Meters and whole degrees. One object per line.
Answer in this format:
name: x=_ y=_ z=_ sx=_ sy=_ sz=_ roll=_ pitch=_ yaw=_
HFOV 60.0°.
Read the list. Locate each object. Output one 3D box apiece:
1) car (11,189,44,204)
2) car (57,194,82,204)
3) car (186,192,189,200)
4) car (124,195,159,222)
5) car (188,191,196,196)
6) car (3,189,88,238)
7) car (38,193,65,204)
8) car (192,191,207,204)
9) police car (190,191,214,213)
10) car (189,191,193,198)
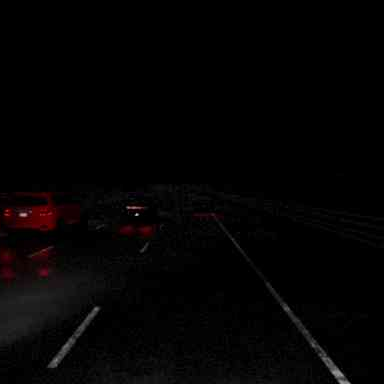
car: x=-24.548 y=0.592 z=49.802 sx=2.150 sy=2.045 sz=5.566 roll=0 pitch=1 yaw=1
car: x=-17.568 y=0.958 z=47.873 sx=1.994 sy=1.385 sz=4.181 roll=0 pitch=1 yaw=1
car: x=-0.013 y=0.557 z=64.975 sx=2.097 sy=1.767 sz=4.553 roll=0 pitch=1 yaw=0
car: x=-3.405 y=1.176 z=23.008 sx=2.128 sy=1.511 sz=4.902 roll=0 pitch=1 yaw=0
car: x=-0.019 y=0.367 z=84.393 sx=2.033 sy=1.411 sz=5.357 roll=0 pitch=1 yaw=0
car: x=-6.901 y=0.990 z=16.323 sx=2.150 sy=2.045 sz=5.566 roll=0 pitch=1 yaw=0
car: x=-21.055 y=0.872 z=50.022 sx=1.837 sy=1.490 sz=4.892 roll=0 pitch=1 yaw=1
car: x=1.039 y=0.752 z=47.384 sx=2.097 sy=1.767 sz=4.553 roll=0 pitch=1 yaw=0
police car: x=1.043 y=1.010 z=31.524 sx=1.930 sy=1.638 sz=5.238 roll=0 pitch=1 yaw=0
car: x=1.040 y=0.822 z=41.384 sx=2.097 sy=1.767 sz=4.553 roll=0 pitch=1 yaw=0
